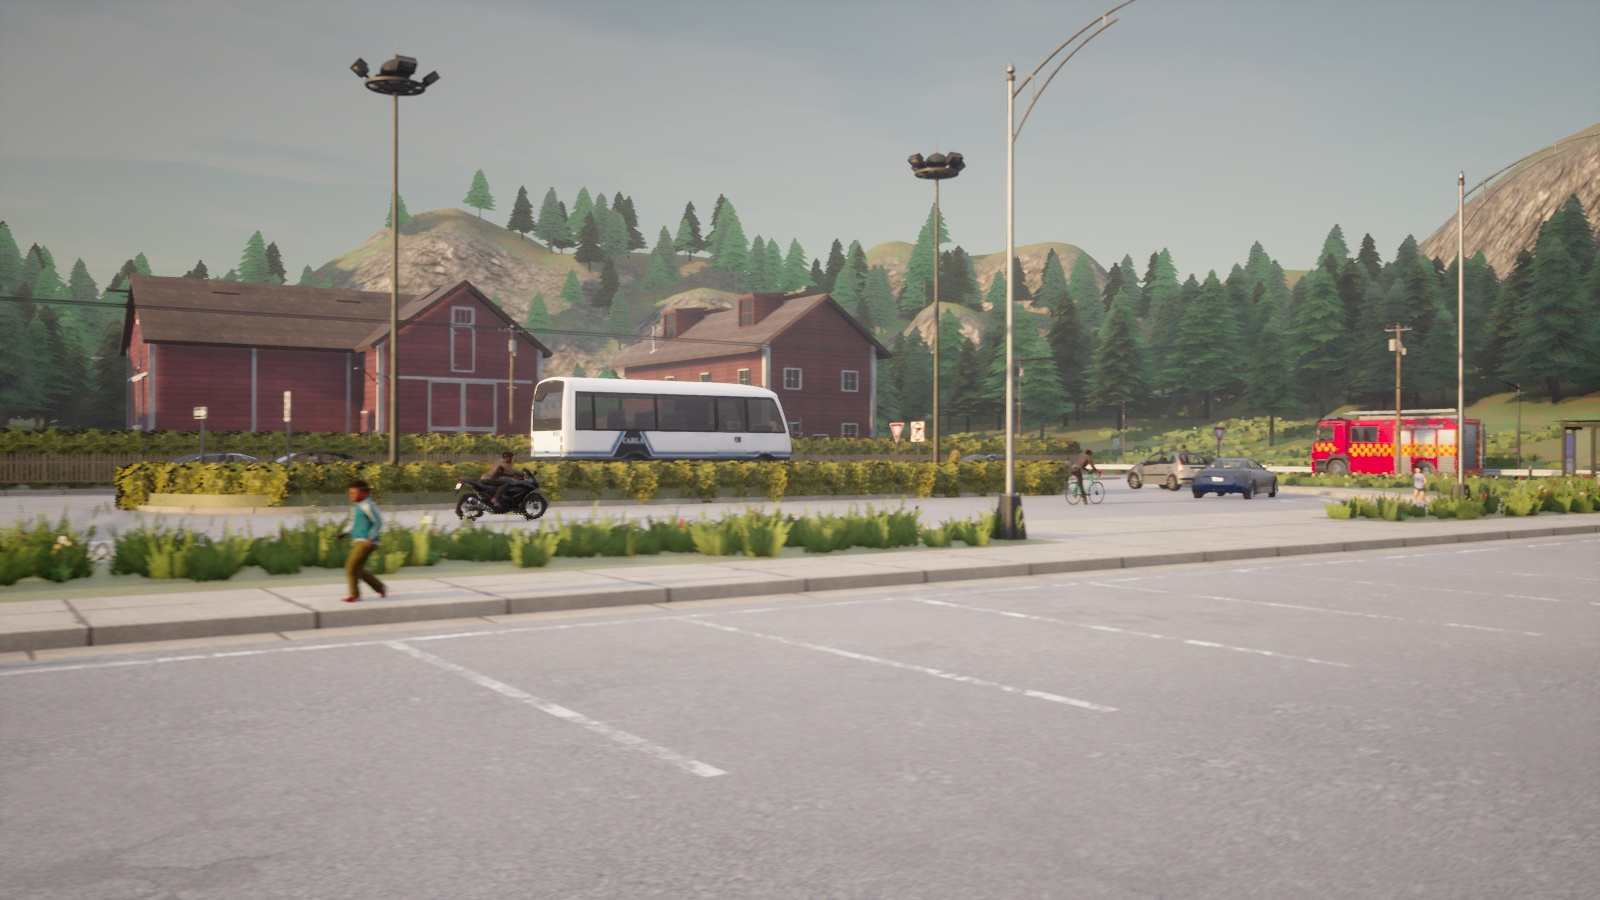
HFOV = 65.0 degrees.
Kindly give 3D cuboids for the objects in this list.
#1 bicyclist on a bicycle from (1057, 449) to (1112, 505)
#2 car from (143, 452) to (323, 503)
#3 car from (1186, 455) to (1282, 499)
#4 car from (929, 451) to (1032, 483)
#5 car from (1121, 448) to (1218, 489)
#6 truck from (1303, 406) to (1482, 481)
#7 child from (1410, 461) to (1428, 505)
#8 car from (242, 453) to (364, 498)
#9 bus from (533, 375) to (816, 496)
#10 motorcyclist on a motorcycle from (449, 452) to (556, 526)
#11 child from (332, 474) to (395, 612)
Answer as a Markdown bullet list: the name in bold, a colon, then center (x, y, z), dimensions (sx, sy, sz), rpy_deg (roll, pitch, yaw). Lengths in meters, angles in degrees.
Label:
- **bicyclist on a bicycle**: center (8.312, 0.770, 36.698), dimensions (1.656, 1.620, 0.582), rpy_deg (0, 0, -34)
- **car**: center (-17.917, 0.836, 39.779), dimensions (4.902, 1.511, 2.128), rpy_deg (0, 0, -34)
- **car**: center (14.847, 0.883, 42.823), dimensions (1.994, 1.385, 4.181), rpy_deg (0, 0, 35)
- **car**: center (8.981, 0.835, 62.237), dimensions (4.902, 1.511, 2.128), rpy_deg (0, 0, -34)
- **car**: center (15.167, 0.738, 51.739), dimensions (1.851, 1.617, 3.988), rpy_deg (0, 0, -19)
- **truck**: center (31.897, -0.320, 67.986), dimensions (2.891, 3.827, 8.468), rpy_deg (0, 0, -34)
- **child**: center (15.600, 0.823, 31.662), dimensions (0.394, 1.110, 0.255), rpy_deg (0, 0, -37)
- **car**: center (-17.519, 0.869, 44.277), dimensions (3.705, 1.549, 1.789), rpy_deg (0, 0, -34)
- **bus**: center (-4.734, -0.502, 48.719), dimensions (10.273, 4.253, 3.944), rpy_deg (0, 0, -34)
- **motorcyclist on a motorcycle**: center (-6.309, 0.806, 26.665), dimensions (2.044, 1.523, 0.797), rpy_deg (0, -1, -32)
- **child**: center (-3.903, 0.816, 11.227), dimensions (0.448, 1.192, 0.343), rpy_deg (0, 0, -36)
